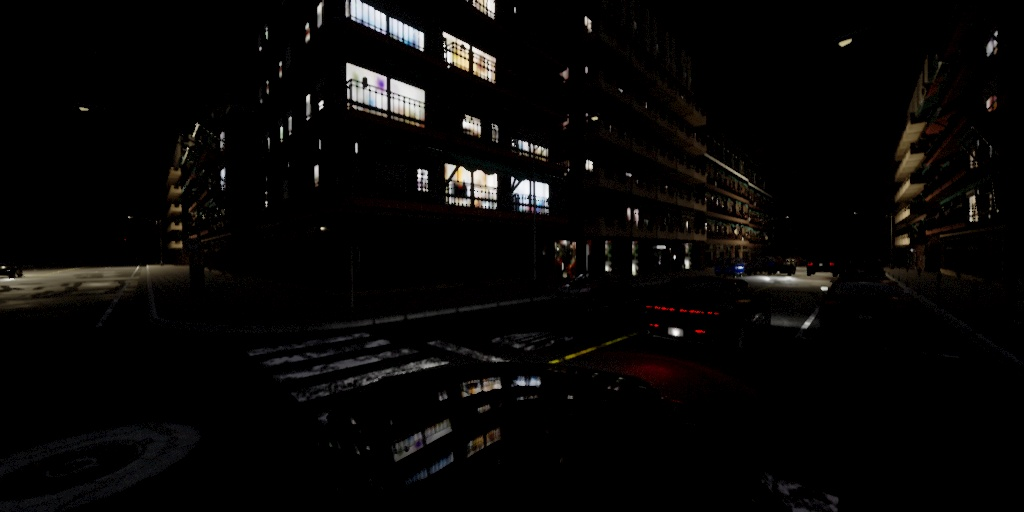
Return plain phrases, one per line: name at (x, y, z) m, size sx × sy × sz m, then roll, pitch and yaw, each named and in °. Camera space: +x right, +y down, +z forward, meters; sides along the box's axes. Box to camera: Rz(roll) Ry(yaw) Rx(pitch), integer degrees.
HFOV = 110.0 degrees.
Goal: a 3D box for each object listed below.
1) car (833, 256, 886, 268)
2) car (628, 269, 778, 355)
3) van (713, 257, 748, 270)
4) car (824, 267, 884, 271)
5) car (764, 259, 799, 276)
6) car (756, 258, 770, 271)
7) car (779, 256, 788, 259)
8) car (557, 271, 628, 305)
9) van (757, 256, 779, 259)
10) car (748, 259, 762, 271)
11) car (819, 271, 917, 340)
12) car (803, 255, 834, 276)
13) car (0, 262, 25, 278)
car at (21.268, 1.012, 21.821) m, size 2.192 × 1.841 × 5.009 m, roll 0°, pitch 0°, yaw 44°
car at (4.890, 1.236, 8.765) m, size 1.837 × 1.490 × 4.892 m, roll 0°, pitch 0°, yaw 44°
van at (19.231, 1.015, 31.718) m, size 1.690 × 1.789 × 3.998 m, roll 0°, pitch 0°, yaw 44°
car at (13.390, 1.284, 13.682) m, size 1.948 × 1.339 × 4.313 m, roll 0°, pitch 0°, yaw 44°
car at (27.196, 1.264, 36.123) m, size 1.895 × 1.301 × 4.718 m, roll 0°, pitch 0°, yaw 44°
car at (27.107, 1.237, 39.859) m, size 1.802 × 1.307 × 4.207 m, roll 0°, pitch 0°, yaw 44°
car at (34.957, 0.951, 48.027) m, size 2.192 × 1.841 × 5.009 m, roll 0°, pitch 0°, yaw 44°
car at (3.693, 1.298, 15.666) m, size 1.802 × 1.307 × 4.207 m, roll 0°, pitch 0°, yaw 44°
van at (31.039, 0.986, 43.938) m, size 1.690 × 1.789 × 3.998 m, roll 0°, pitch 0°, yaw 44°
car at (23.170, 1.246, 35.788) m, size 1.802 × 1.307 × 4.207 m, roll 0°, pitch 0°, yaw 44°
car at (9.689, 1.273, 9.858) m, size 1.888 × 1.381 × 4.507 m, roll 0°, pitch 0°, yaw 44°
car at (30.284, 0.889, 34.851) m, size 2.150 × 2.045 × 5.566 m, roll 0°, pitch 0°, yaw 45°
car at (-45.469, 1.253, 31.918) m, size 4.674 × 1.442 × 1.812 m, roll 0°, pitch 1°, yaw 44°
